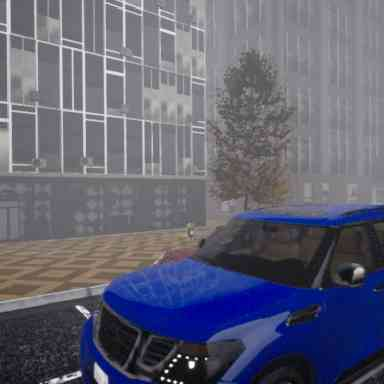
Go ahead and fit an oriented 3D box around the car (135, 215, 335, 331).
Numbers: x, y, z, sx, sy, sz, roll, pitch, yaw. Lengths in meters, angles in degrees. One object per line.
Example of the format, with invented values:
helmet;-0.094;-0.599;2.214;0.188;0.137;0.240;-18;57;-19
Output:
car;1.059;1.439;7.323;4.097;1.590;1.967;0;-1;-35

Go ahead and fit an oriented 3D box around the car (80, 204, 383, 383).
car;1.477;1.220;4.432;5.566;2.045;2.150;0;0;-35
